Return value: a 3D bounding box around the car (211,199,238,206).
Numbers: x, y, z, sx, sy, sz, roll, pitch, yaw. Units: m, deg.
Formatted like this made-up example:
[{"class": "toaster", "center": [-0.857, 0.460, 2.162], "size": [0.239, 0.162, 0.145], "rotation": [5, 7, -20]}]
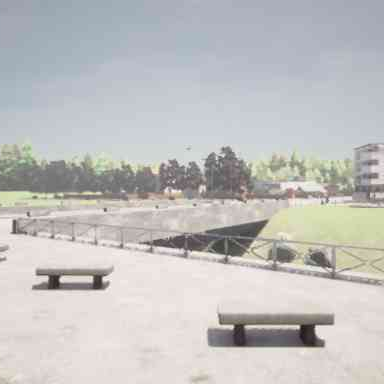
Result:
[{"class": "car", "center": [4.610, 1.626, 46.834], "size": [1.895, 1.301, 4.718], "rotation": [0, 0, 36]}]
